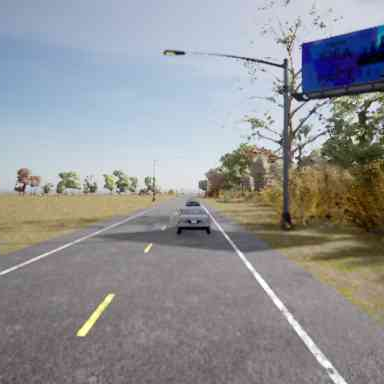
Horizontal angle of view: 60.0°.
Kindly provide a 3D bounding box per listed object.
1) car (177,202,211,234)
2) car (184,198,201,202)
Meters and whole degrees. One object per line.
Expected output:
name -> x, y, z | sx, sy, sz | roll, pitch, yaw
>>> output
car -> 0.099, 1.552, 19.315 | 2.033, 1.411, 5.357 | 0, 0, 0
car -> 0.098, 1.514, 42.897 | 1.837, 1.490, 4.892 | 0, 0, 0
